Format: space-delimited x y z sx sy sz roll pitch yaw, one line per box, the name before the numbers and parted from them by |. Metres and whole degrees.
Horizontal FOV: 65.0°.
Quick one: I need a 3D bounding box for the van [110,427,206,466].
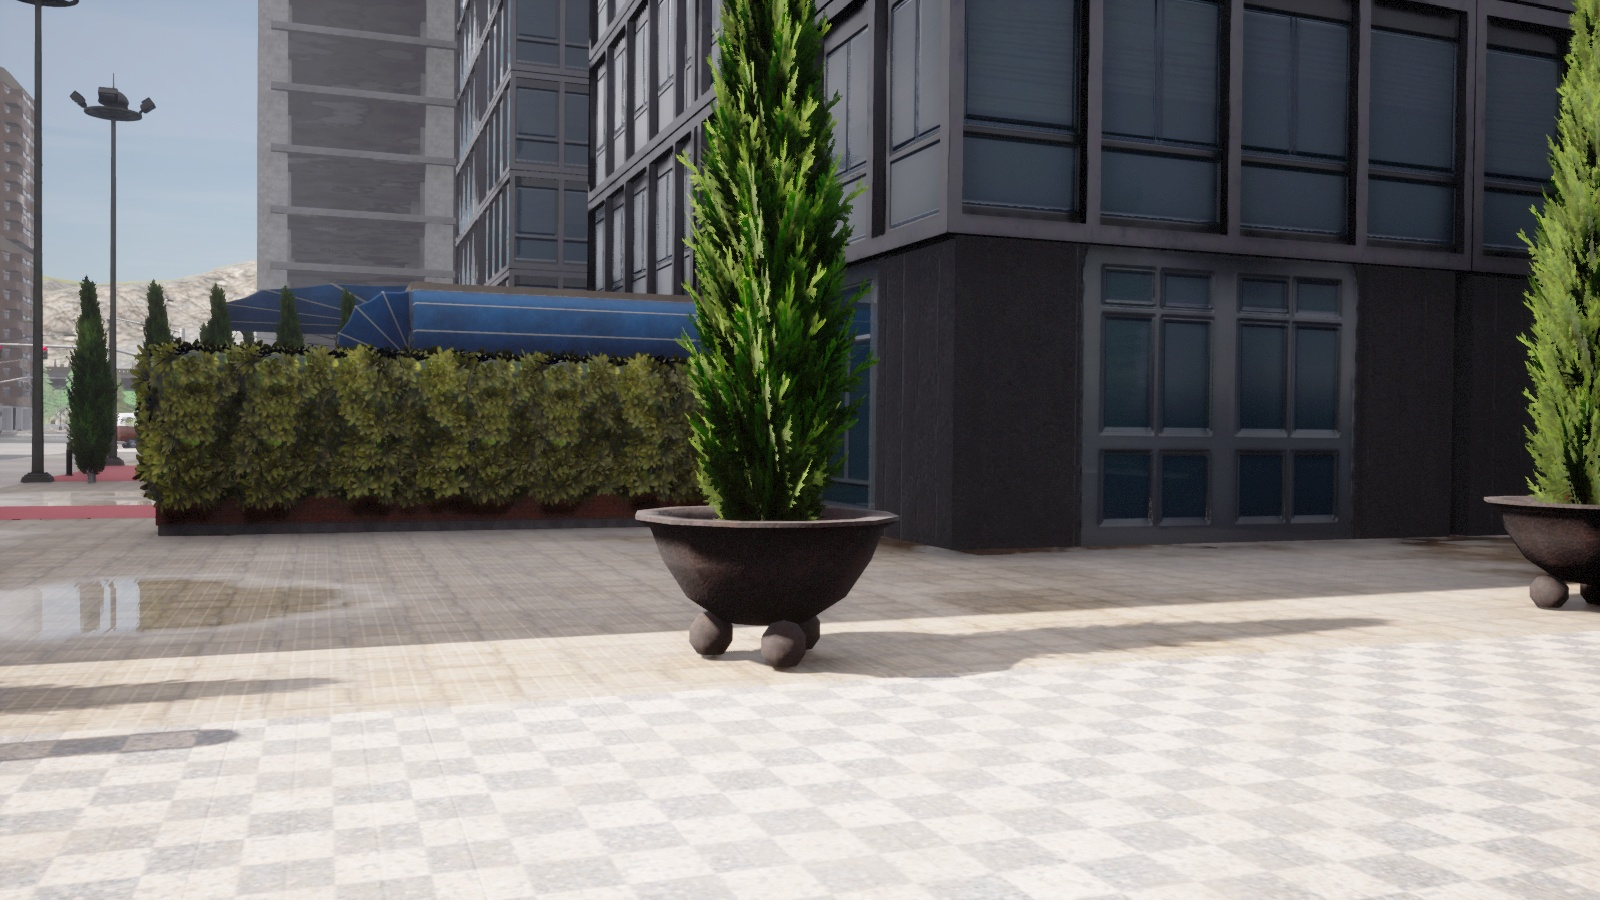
van | -35.413 -0.224 69.293 4.480 2.038 2.069 -1 1 -35
